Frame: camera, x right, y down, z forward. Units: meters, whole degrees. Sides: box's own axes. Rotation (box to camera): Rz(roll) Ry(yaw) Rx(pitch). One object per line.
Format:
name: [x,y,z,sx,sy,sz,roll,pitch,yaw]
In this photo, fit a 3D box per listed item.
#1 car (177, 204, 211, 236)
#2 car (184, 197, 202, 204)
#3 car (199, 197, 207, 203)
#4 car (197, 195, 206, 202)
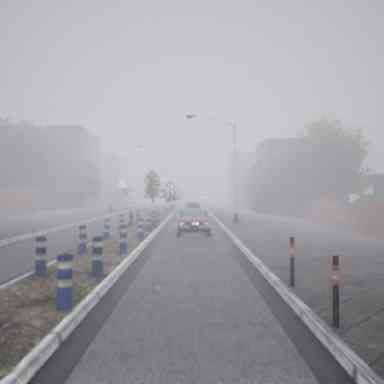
car: [0.093,1.633,18.961,2.033,1.411,5.357,0,0,0]
car: [0.098,1.746,42.658,1.837,1.490,4.892,0,0,0]
car: [2.992,2.094,91.500,2.231,1.521,4.892,0,0,0]
car: [2.992,2.058,85.852,2.231,1.521,4.892,0,0,0]
